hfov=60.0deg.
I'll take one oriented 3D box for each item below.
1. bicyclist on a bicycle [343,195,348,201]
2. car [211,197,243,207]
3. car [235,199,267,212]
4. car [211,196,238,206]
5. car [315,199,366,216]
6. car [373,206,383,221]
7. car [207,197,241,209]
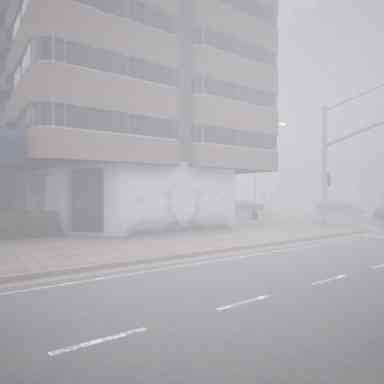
[{"bbox_3d":[22.040,1.301,47.694,1.656,1.620,0.582,0,0,-36],"label":"bicyclist on a bicycle"},{"bbox_3d":[5.435,1.547,52.198,2.033,1.411,5.357,0,0,-36],"label":"car"},{"bbox_3d":[6.358,1.601,38.692,1.895,1.301,4.718,0,0,-36],"label":"car"},{"bbox_3d":[5.607,1.491,57.948,2.128,1.511,4.902,0,0,-35],"label":"car"},{"bbox_3d":[14.679,1.491,33.194,2.128,1.511,4.902,0,0,-36],"label":"car"},{"bbox_3d":[16.113,1.564,25.268,1.994,1.385,4.181,0,0,-36],"label":"car"},{"bbox_3d":[4.512,1.491,47.211,2.128,1.511,4.902,0,0,-36],"label":"car"}]
